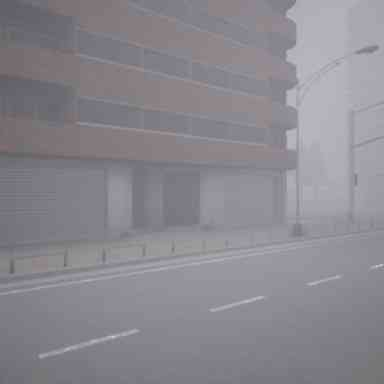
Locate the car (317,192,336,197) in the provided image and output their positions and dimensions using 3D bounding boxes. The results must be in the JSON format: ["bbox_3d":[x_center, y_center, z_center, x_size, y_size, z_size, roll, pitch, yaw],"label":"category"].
[{"bbox_3d":[32.586,1.070,80.498,5.566,2.045,2.150,0,0,-30],"label":"car"}]
